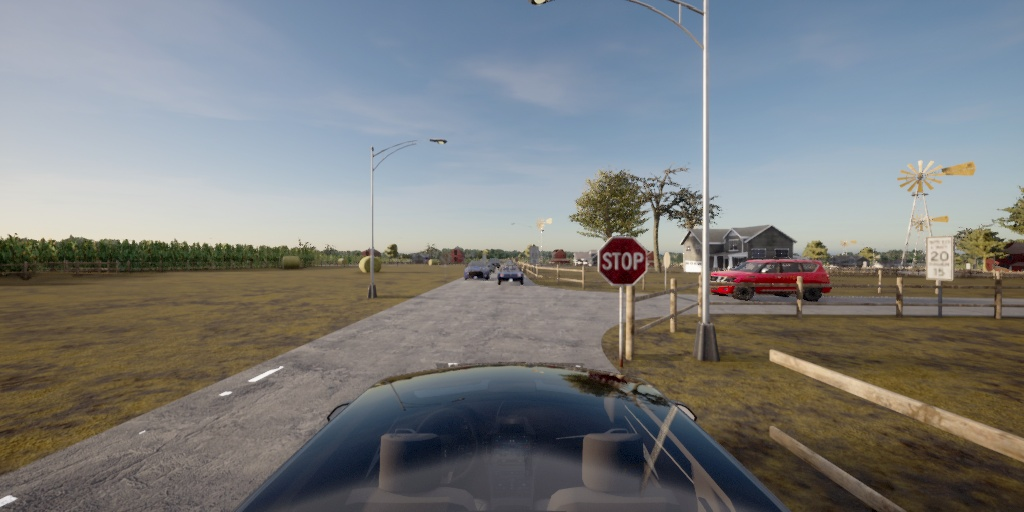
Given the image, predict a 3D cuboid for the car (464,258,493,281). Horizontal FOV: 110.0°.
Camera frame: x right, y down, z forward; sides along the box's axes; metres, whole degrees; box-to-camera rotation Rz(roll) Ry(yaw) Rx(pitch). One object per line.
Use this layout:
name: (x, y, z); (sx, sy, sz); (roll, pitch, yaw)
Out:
car: (-3.084, 1.225, 32.109); (2.097, 1.767, 4.553); (0, -1, -1)

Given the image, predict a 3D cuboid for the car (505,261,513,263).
car: (-0.327, 1.653, 51.280); (1.895, 1.301, 4.718); (0, -1, 0)

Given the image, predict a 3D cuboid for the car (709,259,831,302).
car: (12.960, 1.178, 18.323); (5.566, 2.045, 2.150); (1, 0, 0)

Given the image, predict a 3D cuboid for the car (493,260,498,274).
car: (-3.227, 1.561, 45.858); (1.994, 1.385, 4.181); (0, -1, 0)

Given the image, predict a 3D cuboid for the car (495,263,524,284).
car: (-0.119, 1.436, 27.743); (1.895, 1.301, 4.718); (0, 0, -1)
